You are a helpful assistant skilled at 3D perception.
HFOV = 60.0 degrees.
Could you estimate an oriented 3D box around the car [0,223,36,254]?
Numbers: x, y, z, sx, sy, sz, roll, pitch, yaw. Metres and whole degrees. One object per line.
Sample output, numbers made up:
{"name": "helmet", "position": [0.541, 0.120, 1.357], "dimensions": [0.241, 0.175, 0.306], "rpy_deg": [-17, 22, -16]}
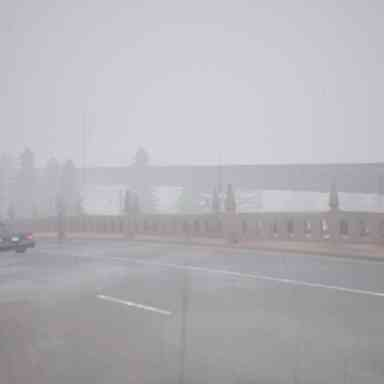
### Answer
{"name": "car", "position": [-9.115, 2.099, 14.793], "dimensions": [5.357, 1.411, 2.033], "rpy_deg": [-5, -3, 35]}
